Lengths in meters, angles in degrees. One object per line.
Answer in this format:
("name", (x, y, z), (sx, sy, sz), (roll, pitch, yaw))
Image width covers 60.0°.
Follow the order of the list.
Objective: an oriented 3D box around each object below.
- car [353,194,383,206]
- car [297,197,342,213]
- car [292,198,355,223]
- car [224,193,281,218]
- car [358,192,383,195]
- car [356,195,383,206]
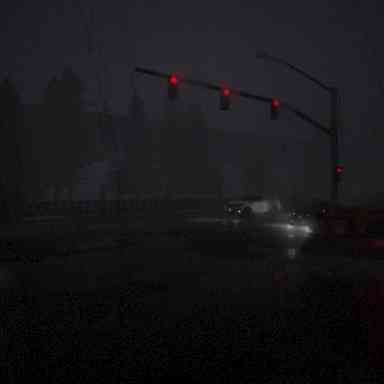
("car", (19.119, 1.313, 34.708), (4.902, 1.511, 2.128), (0, 0, -36))
("car", (13.454, 1.335, 34.982), (4.902, 1.511, 2.128), (0, 0, -35))
("car", (9.057, 1.401, 23.294), (4.892, 1.490, 1.837), (0, 0, -36))
("car", (5.392, 1.115, 29.314), (5.566, 2.045, 2.150), (0, 0, -35))
("car", (21.531, 1.016, 40.728), (5.566, 2.045, 2.150), (0, 0, -36))
("car", (16.646, 1.327, 28.700), (5.008, 1.535, 1.882), (0, 0, -35))
